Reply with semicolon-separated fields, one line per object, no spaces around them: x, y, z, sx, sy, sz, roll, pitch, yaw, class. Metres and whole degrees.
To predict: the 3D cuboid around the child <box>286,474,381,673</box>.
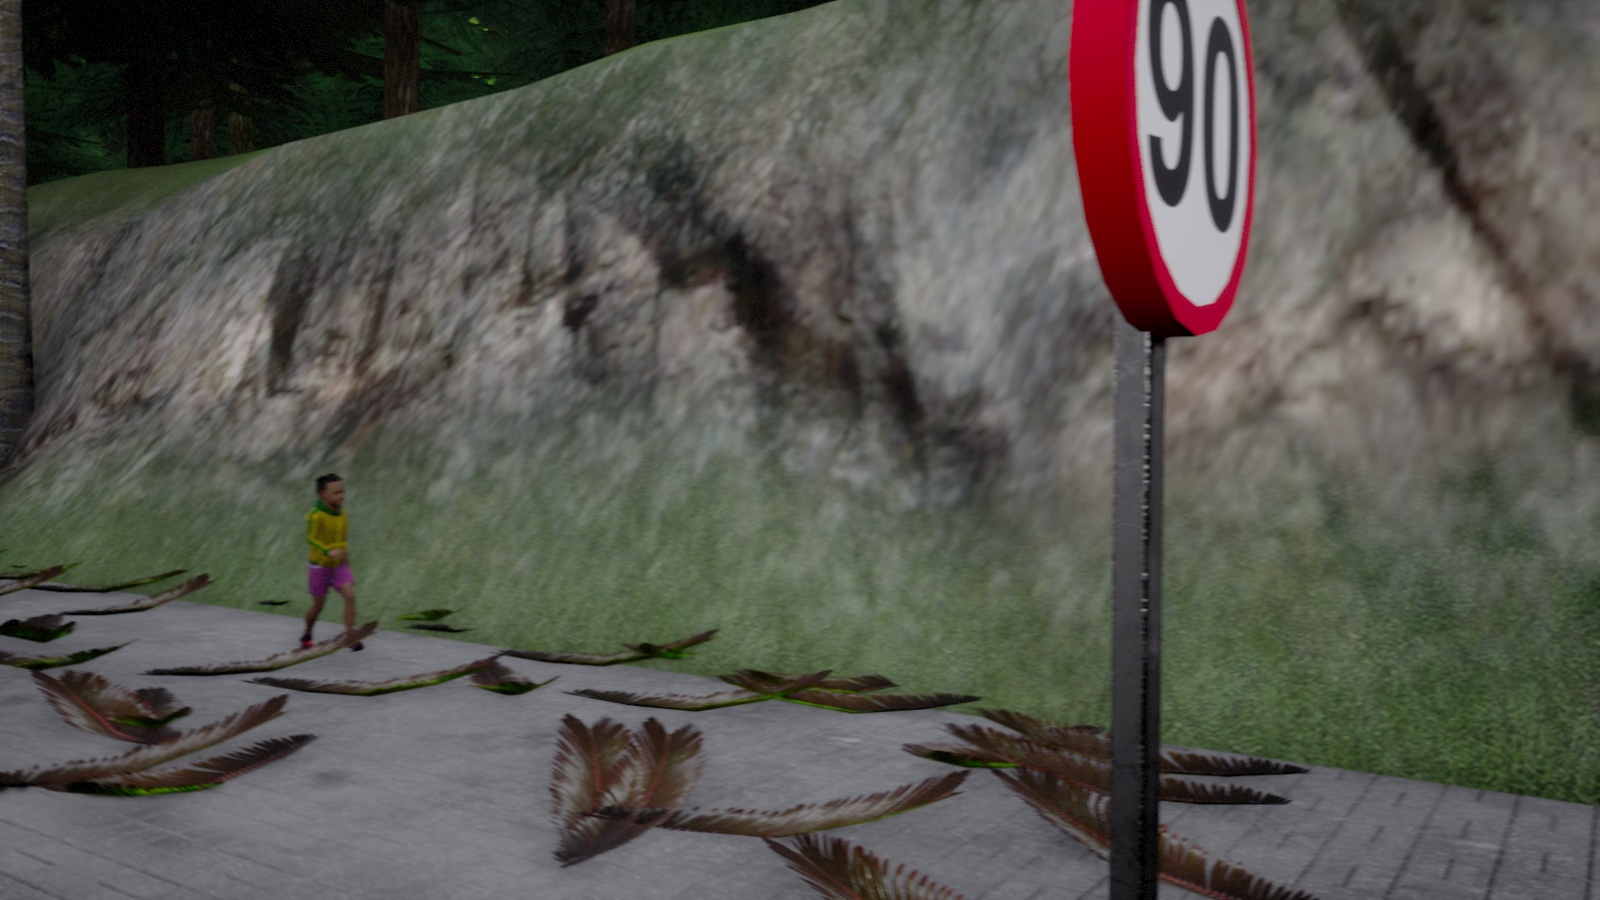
-2.846;0.733;7.660;0.473;1.160;0.299;0;1;33;child
